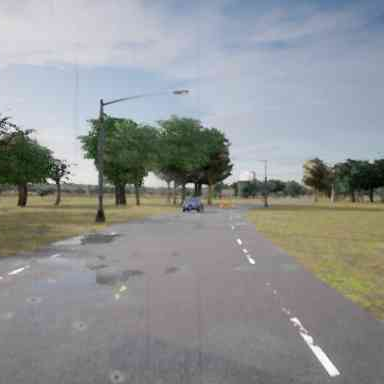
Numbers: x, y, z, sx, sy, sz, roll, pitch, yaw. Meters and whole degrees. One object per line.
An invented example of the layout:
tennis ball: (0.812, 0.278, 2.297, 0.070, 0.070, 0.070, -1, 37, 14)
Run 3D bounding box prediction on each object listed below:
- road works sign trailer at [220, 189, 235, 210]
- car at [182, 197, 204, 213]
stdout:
road works sign trailer: (6.043, 1.135, 55.817, 2.380, 3.560, 2.880, 0, -1, 13)
car: (0.190, 1.692, 43.993, 2.150, 2.045, 5.566, 0, -1, 10)
